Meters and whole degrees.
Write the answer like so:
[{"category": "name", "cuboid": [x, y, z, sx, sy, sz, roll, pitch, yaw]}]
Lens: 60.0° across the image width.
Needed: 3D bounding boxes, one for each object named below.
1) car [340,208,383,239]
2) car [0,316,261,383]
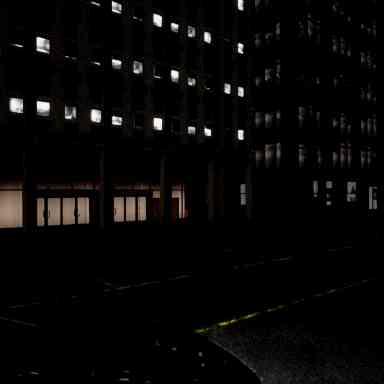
[{"category": "car", "cuboid": [9.370, 1.546, 17.110, 4.403, 1.369, 2.008, 0, 0, -36]}, {"category": "car", "cuboid": [-1.952, 1.547, 1.916, 5.357, 1.411, 2.033, 0, 0, -35]}]
